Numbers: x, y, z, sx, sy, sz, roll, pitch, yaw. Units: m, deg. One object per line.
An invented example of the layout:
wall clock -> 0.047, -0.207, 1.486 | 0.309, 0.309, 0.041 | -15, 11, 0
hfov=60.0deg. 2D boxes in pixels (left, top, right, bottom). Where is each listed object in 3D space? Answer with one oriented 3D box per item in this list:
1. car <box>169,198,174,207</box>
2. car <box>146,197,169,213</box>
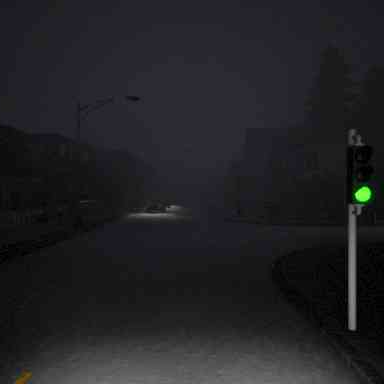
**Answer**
car -> -4.097, 1.533, 48.389 | 1.837, 1.490, 4.892 | 0, 0, 0
car -> -4.098, 1.500, 38.419 | 1.882, 1.535, 5.008 | 0, 0, 0
